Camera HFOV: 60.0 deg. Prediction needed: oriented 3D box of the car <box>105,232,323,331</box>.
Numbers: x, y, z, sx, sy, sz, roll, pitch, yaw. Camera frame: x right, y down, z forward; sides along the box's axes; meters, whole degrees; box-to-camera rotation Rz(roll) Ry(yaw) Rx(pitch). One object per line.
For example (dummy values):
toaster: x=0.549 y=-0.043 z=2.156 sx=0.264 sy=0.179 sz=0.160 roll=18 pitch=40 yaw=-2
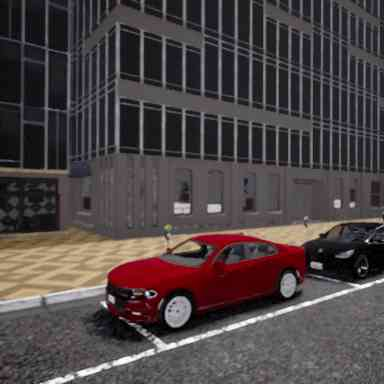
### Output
car: x=0.486 y=1.564 z=6.896 sx=4.507 sy=1.381 sz=1.887 roll=0 pitch=0 yaw=-35

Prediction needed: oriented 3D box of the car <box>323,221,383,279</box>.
car: x=5.125 y=1.609 z=10.195 sx=4.313 sy=1.339 sz=1.947 roll=0 pitch=0 yaw=-35
